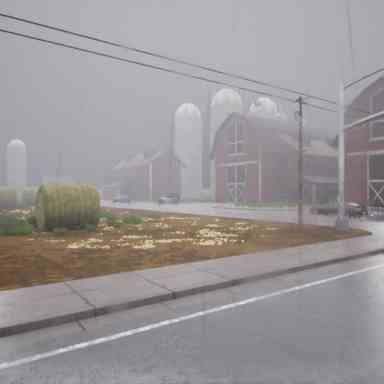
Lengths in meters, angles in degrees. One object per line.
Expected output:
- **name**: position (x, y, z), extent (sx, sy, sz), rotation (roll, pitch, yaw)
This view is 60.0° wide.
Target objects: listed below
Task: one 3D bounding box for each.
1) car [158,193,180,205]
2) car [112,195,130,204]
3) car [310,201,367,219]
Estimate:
- **car**: position (-3.967, 1.107, 57.661), extent (3.866, 1.878, 1.905), rotation (-2, 5, 11)
- **car**: position (-13.738, 1.316, 64.023), extent (2.097, 1.767, 4.553), rotation (0, 0, -37)
- **car**: position (12.440, 1.482, 28.447), extent (1.812, 1.442, 4.674), rotation (0, 0, -35)
